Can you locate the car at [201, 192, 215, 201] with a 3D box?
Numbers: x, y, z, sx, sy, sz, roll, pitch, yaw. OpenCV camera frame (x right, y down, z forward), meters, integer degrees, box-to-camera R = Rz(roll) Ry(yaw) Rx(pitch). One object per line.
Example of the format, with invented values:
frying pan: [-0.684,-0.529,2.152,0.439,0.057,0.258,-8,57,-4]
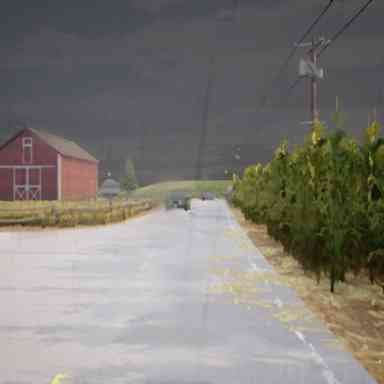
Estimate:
car: [2.786,0.812,59.144,1.837,1.490,4.892,2,1,-5]

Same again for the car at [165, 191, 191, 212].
car: [-1.336,0.883,33.904,2.150,2.045,5.566,0,1,5]
